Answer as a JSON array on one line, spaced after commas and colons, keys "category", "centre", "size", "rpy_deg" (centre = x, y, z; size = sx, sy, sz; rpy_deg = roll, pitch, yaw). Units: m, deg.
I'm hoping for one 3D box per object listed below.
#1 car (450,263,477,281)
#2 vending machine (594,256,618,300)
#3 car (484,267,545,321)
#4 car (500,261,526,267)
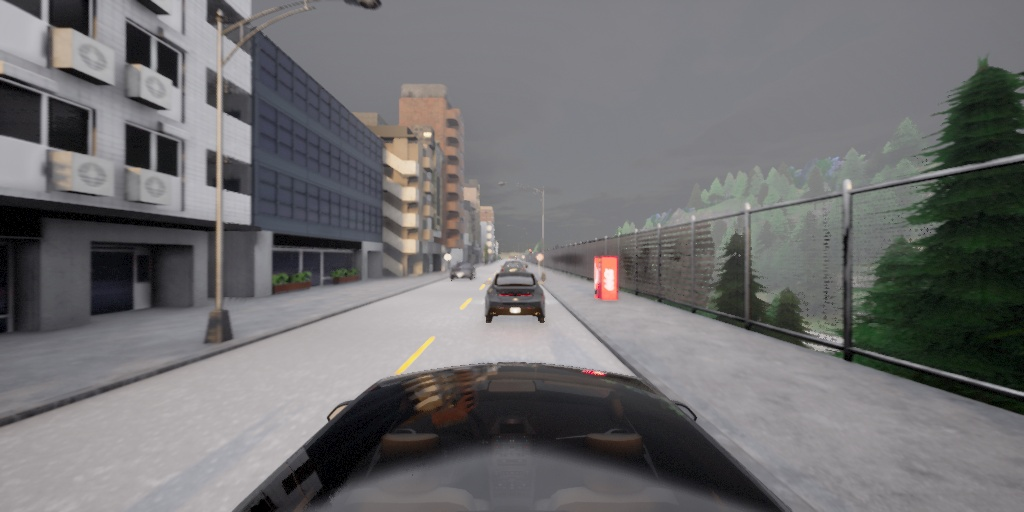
[{"category": "car", "centre": [-4.115, 1.325, 30.770], "size": [2.128, 1.511, 4.902], "rpy_deg": [0, 0, 0]}, {"category": "vending machine", "centre": [4.290, 0.987, 16.355], "size": [1.100, 2.100, 0.880], "rpy_deg": [0, 0, 0]}, {"category": "car", "centre": [0.093, 1.286, 12.484], "size": [1.837, 1.490, 4.892], "rpy_deg": [0, 0, 0]}, {"category": "car", "centre": [0.082, 1.183, 30.255], "size": [2.097, 1.767, 4.553], "rpy_deg": [0, 0, 0]}]
